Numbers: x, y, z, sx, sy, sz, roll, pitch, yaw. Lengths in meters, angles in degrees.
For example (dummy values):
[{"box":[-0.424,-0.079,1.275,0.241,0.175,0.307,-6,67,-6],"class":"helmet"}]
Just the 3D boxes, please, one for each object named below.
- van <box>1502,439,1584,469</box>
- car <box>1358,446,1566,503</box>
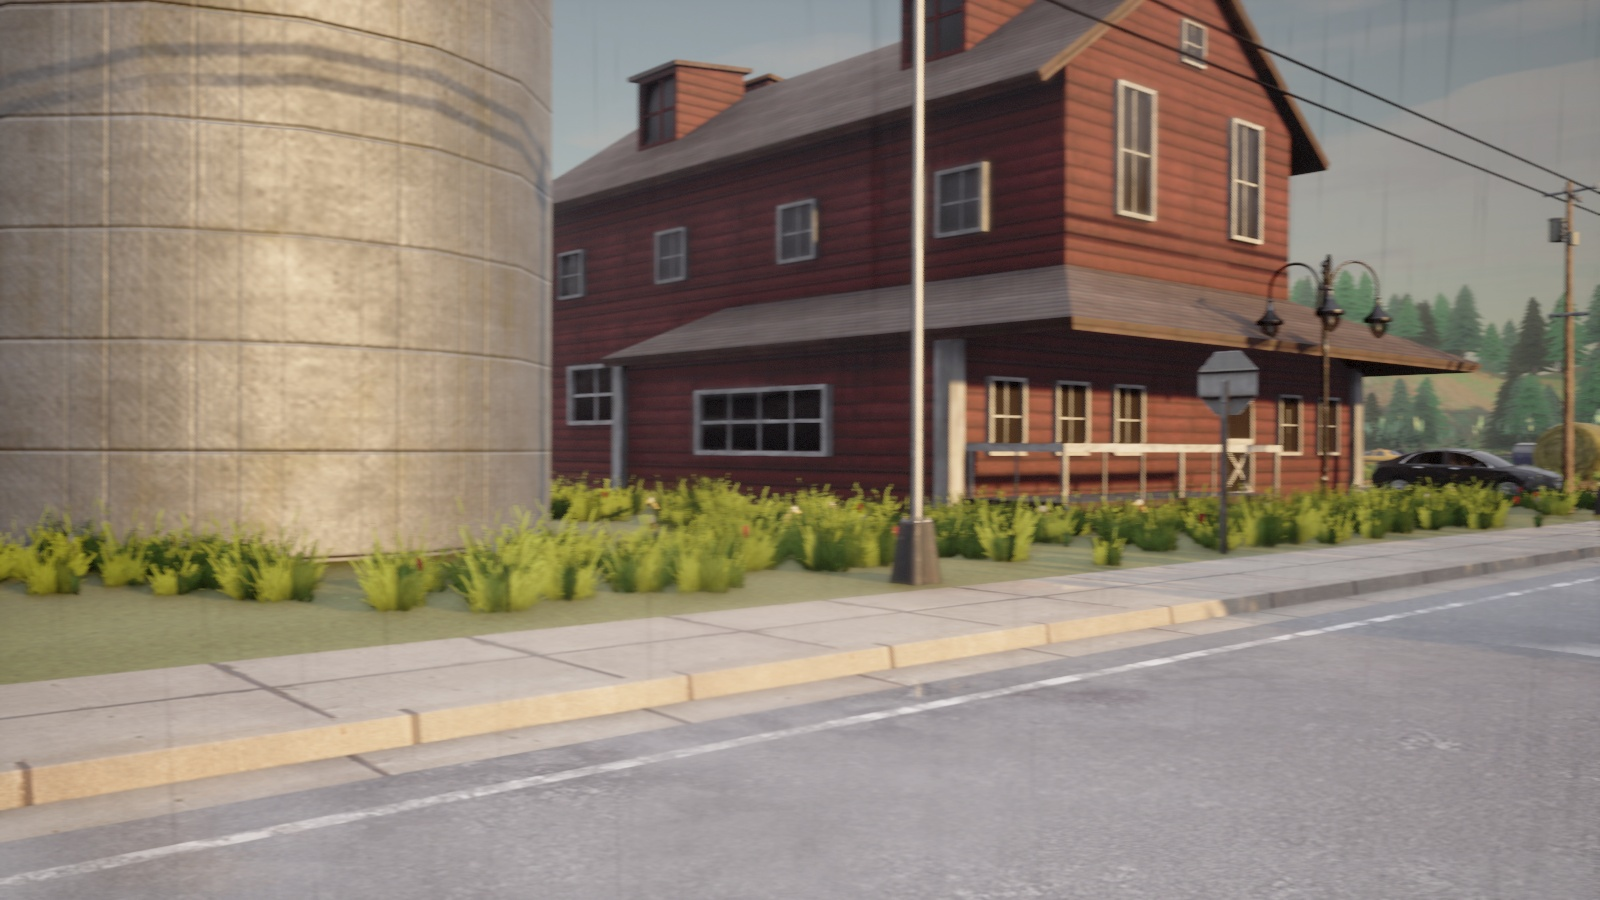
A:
[{"box":[50.604,0.273,85.607,1.775,1.987,4.442,0,1,-38],"class":"van"},{"box":[18.639,0.642,35.544,1.837,1.490,4.892,0,0,-42],"class":"car"}]
